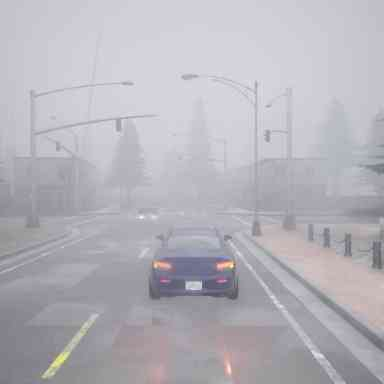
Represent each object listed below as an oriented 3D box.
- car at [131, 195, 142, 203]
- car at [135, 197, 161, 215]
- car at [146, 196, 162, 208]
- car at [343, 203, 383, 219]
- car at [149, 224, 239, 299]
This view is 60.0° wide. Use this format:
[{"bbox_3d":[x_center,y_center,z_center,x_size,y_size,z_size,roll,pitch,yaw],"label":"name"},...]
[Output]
[{"bbox_3d":[-10.463,1.317,63.899,2.097,1.767,4.553,0,0,-24],"label":"car"},{"bbox_3d":[-4.281,1.518,33.588,2.033,1.411,5.357,0,0,-3],"label":"car"},{"bbox_3d":[-5.627,1.443,48.542,1.882,1.535,5.008,0,0,-11],"label":"car"},{"bbox_3d":[15.459,1.585,28.173,4.718,1.301,1.895,0,0,2],"label":"car"},{"bbox_3d":[0.045,1.526,8.305,1.812,1.442,4.674,0,0,0],"label":"car"}]
